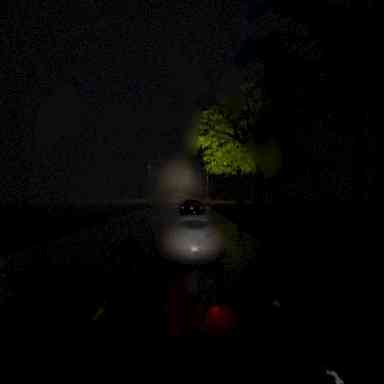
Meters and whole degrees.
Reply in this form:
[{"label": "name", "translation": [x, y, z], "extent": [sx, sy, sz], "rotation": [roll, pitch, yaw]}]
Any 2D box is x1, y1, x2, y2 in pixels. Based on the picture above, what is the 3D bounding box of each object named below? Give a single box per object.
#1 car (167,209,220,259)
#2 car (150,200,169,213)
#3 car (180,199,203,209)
[{"label": "car", "translation": [0.058, 1.589, 12.816], "extent": [1.812, 1.442, 4.674], "rotation": [0, 0, 0]}, {"label": "car", "translation": [-3.799, 1.703, 39.669], "extent": [1.994, 1.385, 4.181], "rotation": [0, 0, -1]}, {"label": "car", "translation": [-0.040, 1.478, 31.679], "extent": [2.097, 1.767, 4.553], "rotation": [0, 0, 0]}]
